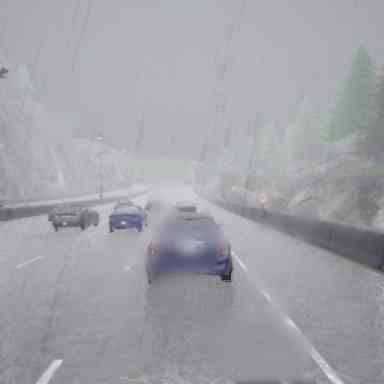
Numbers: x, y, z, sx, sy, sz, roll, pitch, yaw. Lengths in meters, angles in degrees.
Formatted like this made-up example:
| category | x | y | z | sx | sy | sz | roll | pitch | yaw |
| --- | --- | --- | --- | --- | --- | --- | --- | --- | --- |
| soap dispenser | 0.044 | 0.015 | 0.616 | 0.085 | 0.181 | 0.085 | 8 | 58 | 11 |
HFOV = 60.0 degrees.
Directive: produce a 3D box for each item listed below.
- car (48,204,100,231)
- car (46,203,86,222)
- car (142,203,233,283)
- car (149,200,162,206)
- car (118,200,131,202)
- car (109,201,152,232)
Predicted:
| category | x | y | z | sx | sy | sz | roll | pitch | yaw |
| --- | --- | --- | --- | --- | --- | --- | --- | --- | --- |
| car | -7.365 | 1.636 | 21.545 | 2.128 | 1.511 | 4.902 | -1 | 0 | -1 |
| car | -11.052 | 1.770 | 29.502 | 1.994 | 1.385 | 4.181 | -1 | 0 | -1 |
| car | -0.093 | 1.382 | 10.022 | 2.097 | 1.767 | 4.553 | -1 | 0 | -1 |
| car | -4.257 | 1.641 | 38.219 | 1.837 | 1.490 | 4.892 | -1 | 0 | -1 |
| car | -7.775 | 1.666 | 38.945 | 2.128 | 1.511 | 4.902 | -1 | 0 | -1 |
| car | -3.847 | 1.581 | 20.846 | 1.882 | 1.535 | 5.008 | -1 | 0 | -1 |
